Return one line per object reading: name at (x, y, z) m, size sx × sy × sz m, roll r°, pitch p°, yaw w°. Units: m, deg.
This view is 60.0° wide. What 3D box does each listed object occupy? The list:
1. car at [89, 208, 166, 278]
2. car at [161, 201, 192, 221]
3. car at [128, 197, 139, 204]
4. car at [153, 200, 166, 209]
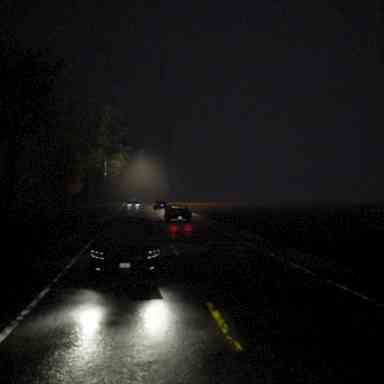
car at (-2.012, 1.494, 10.476) m, size 1.882 × 1.535 × 5.008 m, roll 1°, pitch 0°, yaw -9°
car at (-1.278, 1.701, 27.952) m, size 1.895 × 1.301 × 4.718 m, roll 1°, pitch 0°, yaw -9°
car at (-11.558, 1.673, 65.810) m, size 1.812 × 1.442 × 4.674 m, roll 1°, pitch -1°, yaw -10°
car at (-4.179, 1.702, 44.849) m, size 1.994 × 1.385 × 4.181 m, roll 1°, pitch -1°, yaw -10°
